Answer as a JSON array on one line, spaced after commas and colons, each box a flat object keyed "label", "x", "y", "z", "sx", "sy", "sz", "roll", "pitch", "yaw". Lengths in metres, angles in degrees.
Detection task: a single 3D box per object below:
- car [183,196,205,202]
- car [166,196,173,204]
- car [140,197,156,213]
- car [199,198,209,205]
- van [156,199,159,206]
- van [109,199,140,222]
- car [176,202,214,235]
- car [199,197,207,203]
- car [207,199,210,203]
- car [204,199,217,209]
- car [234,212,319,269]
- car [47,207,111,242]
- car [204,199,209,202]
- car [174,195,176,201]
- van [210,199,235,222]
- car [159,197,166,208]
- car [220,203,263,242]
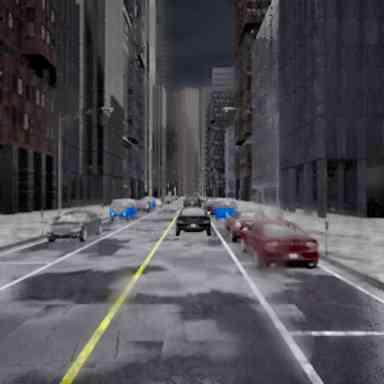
[{"label": "car", "x": 0.062, "y": 1.455, "z": 40.592, "sx": 2.150, "sy": 2.045, "sz": 5.566, "roll": 0, "pitch": 0, "yaw": 0}, {"label": "car", "x": -5.831, "y": 2.008, "z": 72.931, "sx": 1.947, "sy": 1.339, "sz": 4.313, "roll": 0, "pitch": 0, "yaw": 0}, {"label": "car", "x": -5.799, "y": 1.666, "z": 39.276, "sx": 1.967, "sy": 1.590, "sz": 4.097, "roll": 0, "pitch": 0, "yaw": 0}, {"label": "car", "x": 2.694, "y": 1.992, "z": 72.944, "sx": 2.008, "sy": 1.369, "sz": 4.403, "roll": 0, "pitch": 0, "yaw": 0}, {"label": "van", "x": -5.804, "y": 1.600, "z": 44.886, "sx": 1.690, "sy": 1.788, "sz": 3.998, "roll": 0, "pitch": 0, "yaw": 0}, {"label": "van", "x": -5.789, "y": 1.503, "z": 28.058, "sx": 1.690, "sy": 1.788, "sz": 3.998, "roll": 0, "pitch": 0, "yaw": 0}, {"label": "car", "x": 0.079, "y": 1.589, "z": 19.502, "sx": 1.882, "sy": 1.535, "sz": 5.008, "roll": 0, "pitch": 0, "yaw": 0}, {"label": "car", "x": 2.683, "y": 1.957, "z": 84.163, "sx": 1.967, "sy": 1.590, "sz": 4.097, "roll": 0, "pitch": 0, "yaw": 0}, {"label": "car", "x": 2.731, "y": 1.738, "z": 33.682, "sx": 1.887, "sy": 1.381, "sz": 4.507, "roll": 0, "pitch": 0, "yaw": 0}, {"label": "car", "x": 2.715, "y": 1.818, "z": 50.679, "sx": 1.752, "sy": 1.417, "sz": 4.829, "roll": 0, "pitch": 0, "yaw": 0}, {"label": "car", "x": 2.752, "y": 1.609, "z": 11.246, "sx": 1.887, "sy": 1.381, "sz": 4.507, "roll": 0, "pitch": 0, "yaw": 0}, {"label": "car", "x": -5.778, "y": 1.648, "z": 16.837, "sx": 2.008, "sy": 1.369, "sz": 4.403, "roll": 0, "pitch": 0, "yaw": 0}, {"label": "car", "x": 2.726, "y": 1.791, "z": 39.291, "sx": 1.947, "sy": 1.339, "sz": 4.313, "roll": 0, "pitch": 0, "yaw": 0}, {"label": "car", "x": -5.842, "y": 1.833, "z": 84.151, "sx": 2.192, "sy": 1.841, "sz": 5.009, "roll": 0, "pitch": 0, "yaw": 0}, {"label": "van", "x": 2.736, "y": 1.502, "z": 28.074, "sx": 1.690, "sy": 1.788, "sz": 3.998, "roll": 0, "pitch": 0, "yaw": 0}, {"label": "car", "x": -5.815, "y": 1.852, "z": 55.933, "sx": 1.752, "sy": 1.417, "sz": 4.829, "roll": 0, "pitch": 0, "yaw": 0}, {"label": "car", "x": 2.747, "y": 1.536, "z": 16.855, "sx": 1.967, "sy": 1.590, "sz": 4.097, "roll": 0, "pitch": 0, "yaw": 0}]
